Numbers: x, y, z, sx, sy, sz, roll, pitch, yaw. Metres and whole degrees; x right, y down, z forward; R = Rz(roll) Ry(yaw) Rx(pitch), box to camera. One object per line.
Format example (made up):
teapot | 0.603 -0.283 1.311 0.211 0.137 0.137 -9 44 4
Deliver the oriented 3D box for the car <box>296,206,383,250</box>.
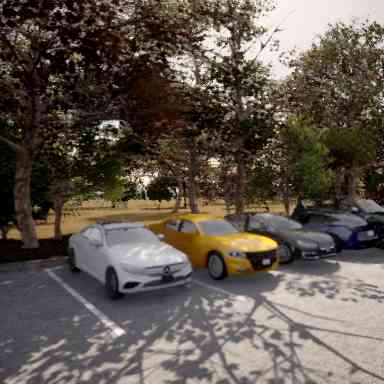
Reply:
car | 4.932 1.502 13.607 2.163 1.488 4.792 0 0 -35

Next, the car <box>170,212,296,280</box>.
car | 0.412 1.477 10.357 2.097 1.535 5.008 0 0 -35

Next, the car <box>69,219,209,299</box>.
car | -1.855 1.519 8.738 2.002 1.452 4.674 0 0 -35

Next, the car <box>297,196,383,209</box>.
car | 7.235 1.219 15.179 2.435 2.045 5.566 0 0 -35

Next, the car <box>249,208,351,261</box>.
car | 2.679 1.476 11.974 2.231 1.521 4.892 0 0 -35
